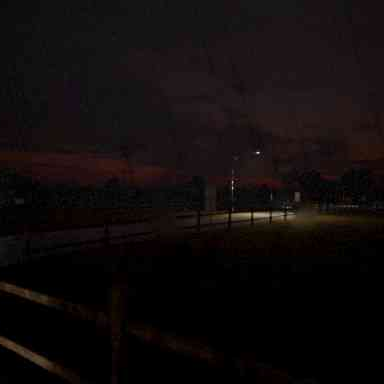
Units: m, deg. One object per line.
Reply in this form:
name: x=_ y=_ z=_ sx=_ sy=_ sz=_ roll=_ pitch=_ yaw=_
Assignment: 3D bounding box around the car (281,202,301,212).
car: x=14.741 y=2.184 z=49.344 sx=2.128 sy=1.511 sz=4.902 roll=1 pitch=0 yaw=36
